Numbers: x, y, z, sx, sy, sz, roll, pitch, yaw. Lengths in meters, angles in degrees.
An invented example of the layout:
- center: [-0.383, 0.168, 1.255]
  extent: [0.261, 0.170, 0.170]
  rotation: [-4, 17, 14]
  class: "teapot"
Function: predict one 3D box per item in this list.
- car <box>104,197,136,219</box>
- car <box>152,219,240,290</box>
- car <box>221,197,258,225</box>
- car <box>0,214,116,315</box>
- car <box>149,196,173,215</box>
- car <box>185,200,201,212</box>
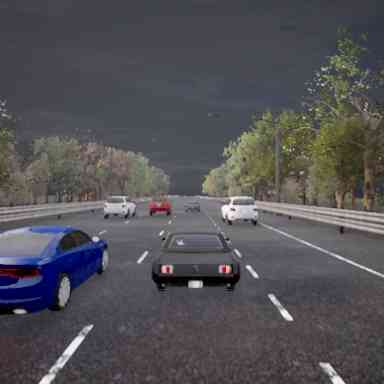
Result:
- center: [-6.917, 1.453, 32.403]
  extent: [2.150, 2.045, 5.566]
  rotation: [0, 0, 1]
  class: "car"
- center: [0.099, 1.661, 9.187]
  extent: [1.895, 1.301, 4.718]
  rotation: [0, 0, 0]
  class: "car"
- center: [3.604, 1.404, 25.866]
  extent: [2.150, 2.045, 5.566]
  rotation: [0, 0, -1]
  class: "car"
- center: [-3.401, 1.529, 7.850]
  extent: [1.882, 1.535, 5.008]
  rotation: [0, 0, 0]
  class: "car"
- center: [-3.407, 1.487, 36.942]
  extent: [2.150, 2.045, 5.566]
  rotation: [0, 0, 0]
  class: "car"
- center: [0.088, 1.807, 43.747]
  extent: [2.128, 1.511, 4.902]
  rotation: [0, 0, 0]
  class: "car"
